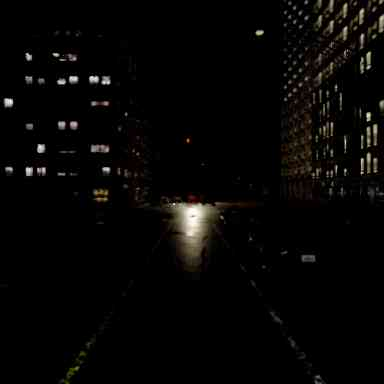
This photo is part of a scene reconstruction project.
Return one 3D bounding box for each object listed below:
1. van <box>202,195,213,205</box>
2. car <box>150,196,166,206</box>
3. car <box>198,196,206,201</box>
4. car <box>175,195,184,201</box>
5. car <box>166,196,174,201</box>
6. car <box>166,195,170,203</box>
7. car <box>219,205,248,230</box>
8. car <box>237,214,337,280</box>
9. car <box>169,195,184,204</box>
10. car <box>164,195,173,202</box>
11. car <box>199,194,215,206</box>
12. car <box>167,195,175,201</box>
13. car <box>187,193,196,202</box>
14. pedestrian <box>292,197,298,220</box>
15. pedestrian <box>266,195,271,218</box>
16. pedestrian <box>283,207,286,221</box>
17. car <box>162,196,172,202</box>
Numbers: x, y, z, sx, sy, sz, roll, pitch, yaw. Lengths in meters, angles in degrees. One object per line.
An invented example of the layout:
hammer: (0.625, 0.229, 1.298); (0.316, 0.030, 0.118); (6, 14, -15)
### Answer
van: (2.682, 1.379, 58.953); (1.690, 1.788, 3.998); (0, 0, 0)
car: (-5.696, 1.582, 53.426); (2.008, 1.369, 4.403); (0, 0, 0)
car: (2.682, 1.636, 86.586); (1.887, 1.381, 4.507); (0, 0, 0)
car: (-3.004, 1.605, 83.449); (2.033, 1.411, 5.357); (0, 0, 0)
car: (-5.698, 1.673, 86.586); (1.802, 1.307, 4.206); (0, 0, 0)
car: (-5.697, 1.608, 70.006); (2.008, 1.369, 4.403); (0, 0, 0)
car: (2.685, 1.530, 21.184); (1.752, 1.417, 4.829); (0, 0, 0)
car: (2.685, 1.566, 9.748); (1.947, 1.339, 4.313); (0, 0, 0)
car: (-3.005, 1.595, 67.924); (2.033, 1.411, 5.357); (0, 0, 0)
car: (-5.698, 1.520, 81.059); (1.967, 1.590, 4.097); (0, 0, 0)
car: (2.683, 1.346, 53.427); (2.192, 1.841, 5.009); (0, 0, 0)
car: (-5.699, 1.543, 92.113); (1.967, 1.590, 4.097); (0, 0, 0)
car: (-0.005, 1.307, 82.233); (2.150, 2.045, 5.566); (0, 0, 0)
pedestrian: (8.133, 1.270, 26.294); (0.375, 1.860, 0.375); (0, 0, 0)
pedestrian: (6.133, 1.149, 26.894); (0.375, 1.860, 0.375); (0, 0, 0)
pedestrian: (7.133, 1.670, 25.695); (0.500, 1.100, 0.500); (0, 0, 0)
car: (-5.698, 1.613, 75.532); (1.887, 1.381, 4.507); (0, 0, 0)
